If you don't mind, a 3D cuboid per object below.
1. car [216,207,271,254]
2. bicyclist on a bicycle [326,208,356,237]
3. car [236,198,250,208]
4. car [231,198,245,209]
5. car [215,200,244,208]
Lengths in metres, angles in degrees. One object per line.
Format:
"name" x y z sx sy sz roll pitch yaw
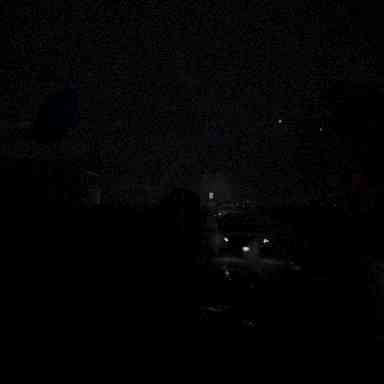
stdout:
"car" 2.087 1.637 14.414 2.033 1.411 5.357 1 0 4
"bicyclist on a bicycle" 8.361 1.730 18.597 1.656 1.620 0.582 2 -1 4
"car" 7.209 2.000 47.538 1.994 1.385 4.181 1 0 4
"car" 7.868 1.898 57.405 2.097 1.767 4.553 1 -1 4
"car" 2.949 1.712 27.519 1.812 1.442 4.674 1 0 4
